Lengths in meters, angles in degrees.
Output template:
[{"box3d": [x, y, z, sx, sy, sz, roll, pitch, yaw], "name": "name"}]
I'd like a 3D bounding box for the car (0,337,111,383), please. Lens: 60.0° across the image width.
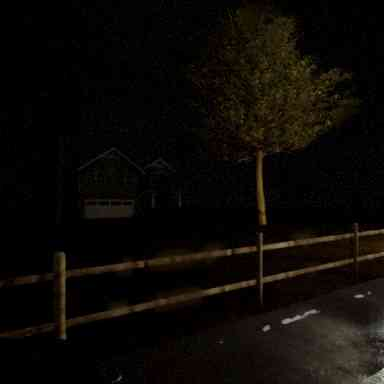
[{"box3d": [-2.322, 1.562, 1.413, 4.181, 1.385, 1.994, 0, 0, -36], "name": "car"}]
